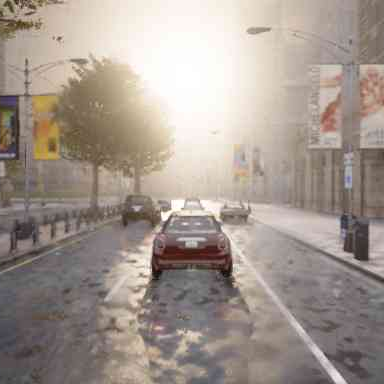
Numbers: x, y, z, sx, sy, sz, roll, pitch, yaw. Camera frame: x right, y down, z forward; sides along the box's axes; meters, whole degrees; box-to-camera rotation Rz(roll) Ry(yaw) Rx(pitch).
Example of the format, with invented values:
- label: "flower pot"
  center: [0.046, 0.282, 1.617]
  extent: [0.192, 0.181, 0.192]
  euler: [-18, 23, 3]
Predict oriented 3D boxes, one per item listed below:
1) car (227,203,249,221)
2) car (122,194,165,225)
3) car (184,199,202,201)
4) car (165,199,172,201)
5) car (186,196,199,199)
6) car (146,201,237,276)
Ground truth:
- label: "car"
  center: [3.219, 1.534, 26.404]
  extent: [1.895, 1.301, 4.718]
  euler: [0, 0, 0]
- label: "car"
  center: [-3.426, 1.170, 23.350]
  extent: [2.150, 2.045, 5.566]
  euler: [0, 0, 0]
- label: "car"
  center: [0.066, 1.471, 23.696]
  extent: [1.812, 1.442, 4.674]
  euler: [0, 0, 0]
- label: "car"
  center: [-3.448, 1.472, 40.630]
  extent: [1.994, 1.385, 4.181]
  euler: [0, 0, 0]
- label: "car"
  center: [0.090, 1.262, 39.621]
  extent: [2.097, 1.767, 4.553]
  euler: [0, 0, 1]
- label: "car"
  center: [-0.011, 1.327, 10.444]
  extent: [2.097, 1.767, 4.553]
  euler: [0, 0, 0]
